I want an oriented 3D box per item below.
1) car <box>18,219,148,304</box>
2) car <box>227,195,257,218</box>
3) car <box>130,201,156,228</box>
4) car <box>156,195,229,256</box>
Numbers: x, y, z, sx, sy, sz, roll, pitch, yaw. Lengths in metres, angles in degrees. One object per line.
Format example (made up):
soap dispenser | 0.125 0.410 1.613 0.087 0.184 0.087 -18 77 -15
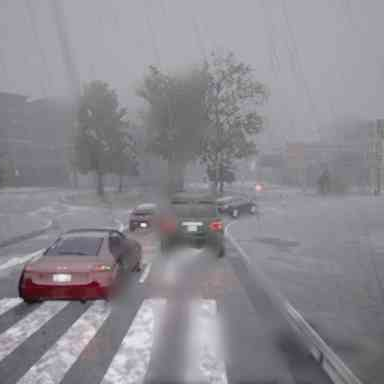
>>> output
car | -2.453 1.597 8.298 1.994 1.385 4.181 0 0 0
car | 3.197 0.993 25.208 1.837 1.490 4.892 3 5 37
car | -2.239 1.306 19.079 1.837 1.490 4.892 0 2 4
car | 0.057 1.199 13.216 2.150 2.045 5.566 0 1 1
